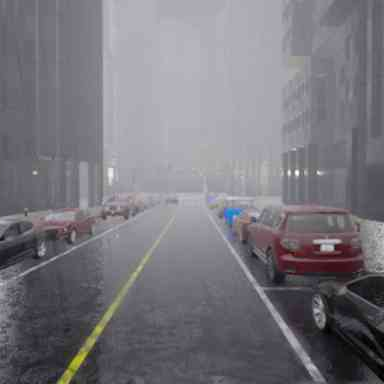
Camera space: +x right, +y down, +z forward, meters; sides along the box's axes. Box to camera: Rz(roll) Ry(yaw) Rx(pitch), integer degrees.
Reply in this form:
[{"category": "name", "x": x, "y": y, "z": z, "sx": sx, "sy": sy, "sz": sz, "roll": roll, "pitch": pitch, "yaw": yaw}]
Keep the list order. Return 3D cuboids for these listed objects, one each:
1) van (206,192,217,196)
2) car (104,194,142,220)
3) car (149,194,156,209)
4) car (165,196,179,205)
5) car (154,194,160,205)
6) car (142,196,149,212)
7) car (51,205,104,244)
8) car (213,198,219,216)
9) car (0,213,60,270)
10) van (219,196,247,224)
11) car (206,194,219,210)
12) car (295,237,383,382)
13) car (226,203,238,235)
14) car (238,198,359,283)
[{"category": "van", "x": 2.881, "y": 0.974, "z": 48.772, "sx": 1.690, "sy": 1.788, "sz": 3.998, "roll": -1, "pitch": 0, "yaw": 0}, {"category": "car", "x": -5.660, "y": 1.121, "z": 26.279, "sx": 2.192, "sy": 1.841, "sz": 5.009, "roll": -1, "pitch": 0, "yaw": 0}, {"category": "car", "x": -5.650, "y": 1.270, "z": 37.529, "sx": 2.008, "sy": 1.369, "sz": 4.403, "roll": -1, "pitch": 0, "yaw": 0}, {"category": "car", "x": -2.972, "y": 1.222, "z": 50.260, "sx": 1.895, "sy": 1.301, "sz": 4.718, "roll": 0, "pitch": 0, "yaw": 0}, {"category": "car", "x": -5.646, "y": 1.242, "z": 43.155, "sx": 1.947, "sy": 1.339, "sz": 4.313, "roll": -1, "pitch": 0, "yaw": 0}, {"category": "car", "x": -5.654, "y": 1.308, "z": 31.905, "sx": 1.887, "sy": 1.381, "sz": 4.507, "roll": -1, "pitch": 0, "yaw": 0}, {"category": "car", "x": -5.666, "y": 1.434, "z": 15.031, "sx": 1.887, "sy": 1.381, "sz": 4.507, "roll": -1, "pitch": 0, "yaw": 0}, {"category": "car", "x": 2.868, "y": 1.388, "z": 26.276, "sx": 1.802, "sy": 1.307, "sz": 4.206, "roll": -1, "pitch": 0, "yaw": 0}, {"category": "car", "x": -5.669, "y": 1.496, "z": 9.407, "sx": 1.947, "sy": 1.339, "sz": 4.313, "roll": -1, "pitch": 0, "yaw": 0}, {"category": "van", "x": 2.862, "y": 1.189, "z": 20.651, "sx": 1.690, "sy": 1.788, "sz": 3.998, "roll": -1, "pitch": 0, "yaw": 0}, {"category": "car", "x": 2.875, "y": 1.244, "z": 37.695, "sx": 1.752, "sy": 1.417, "sz": 4.829, "roll": -1, "pitch": 0, "yaw": 0}, {"category": "car", "x": 2.853, "y": 1.538, "z": 3.779, "sx": 1.947, "sy": 1.339, "sz": 4.313, "roll": -1, "pitch": 0, "yaw": 0}, {"category": "car", "x": 2.860, "y": 1.434, "z": 15.028, "sx": 1.887, "sy": 1.381, "sz": 4.507, "roll": -1, "pitch": 0, "yaw": 0}, {"category": "car", "x": 2.854, "y": 1.246, "z": 9.402, "sx": 2.192, "sy": 1.841, "sz": 5.009, "roll": -1, "pitch": 0, "yaw": 0}]
